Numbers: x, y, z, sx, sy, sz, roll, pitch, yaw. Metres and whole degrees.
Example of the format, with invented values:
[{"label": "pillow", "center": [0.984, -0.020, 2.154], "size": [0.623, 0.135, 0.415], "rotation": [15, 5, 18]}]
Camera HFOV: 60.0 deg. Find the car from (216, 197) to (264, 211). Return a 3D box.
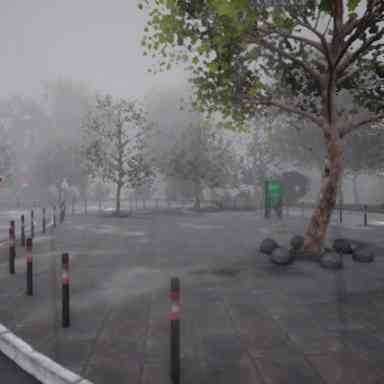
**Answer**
[{"label": "car", "center": [4.758, 1.177, 33.233], "size": [4.718, 1.301, 1.895], "rotation": [1, 1, 43]}]
